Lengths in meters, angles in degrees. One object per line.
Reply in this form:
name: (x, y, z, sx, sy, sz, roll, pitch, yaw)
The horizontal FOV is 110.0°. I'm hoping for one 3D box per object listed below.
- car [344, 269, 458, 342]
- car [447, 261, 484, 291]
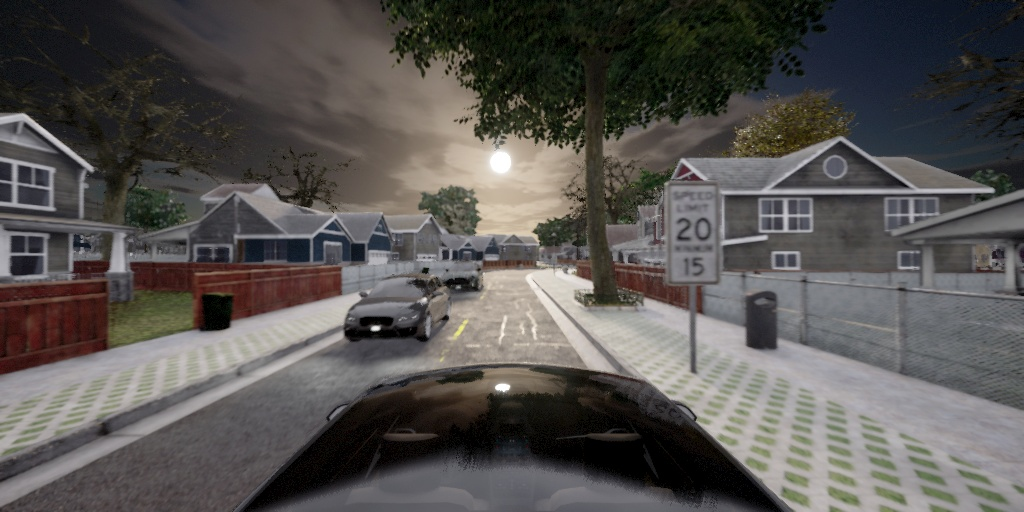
car: (-2.886, 1.276, 9.988, 1.837, 1.490, 4.892, 0, 0, 0)
car: (-2.931, 1.133, 22.035, 2.097, 1.767, 4.553, 0, 0, 0)
